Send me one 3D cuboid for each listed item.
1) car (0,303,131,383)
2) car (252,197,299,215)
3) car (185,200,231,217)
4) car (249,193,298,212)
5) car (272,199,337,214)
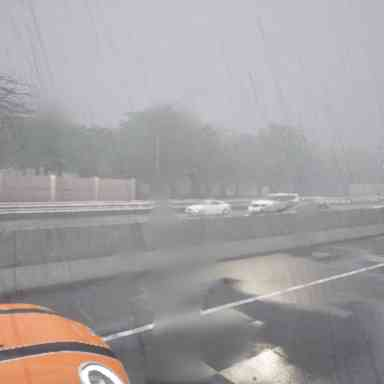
[{"bbox_3d":[-2.595,1.355,1.893,4.553,1.767,2.097,0,0,-36],"label":"car"},{"bbox_3d":[7.462,1.426,26.457,5.008,1.535,1.882,0,0,-35],"label":"car"},{"bbox_3d":[1.576,1.477,30.867,4.674,1.442,1.812,0,0,-35],"label":"car"},{"bbox_3d":[7.839,1.163,31.011,5.566,2.045,2.150,0,0,-35],"label":"car"},{"bbox_3d":[7.930,1.458,22.502,4.892,1.490,1.837,0,0,-35],"label":"car"}]
